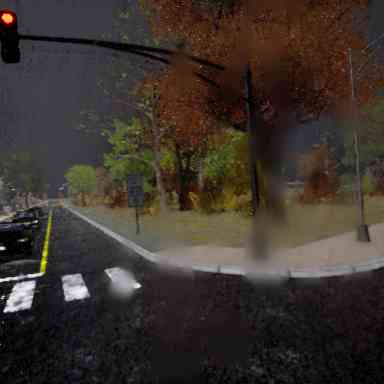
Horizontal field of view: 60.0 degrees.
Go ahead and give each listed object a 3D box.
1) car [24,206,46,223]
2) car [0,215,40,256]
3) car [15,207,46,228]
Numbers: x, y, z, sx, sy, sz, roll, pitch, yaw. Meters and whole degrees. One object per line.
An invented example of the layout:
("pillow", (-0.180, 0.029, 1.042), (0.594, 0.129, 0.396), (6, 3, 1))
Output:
("car", (-17.213, 2.426, 36.598), (1.837, 1.490, 4.892), (-5, 0, -22))
("car", (-7.977, 1.999, 14.433), (1.994, 1.385, 4.181), (-4, 1, -23))
("car", (-12.344, 2.156, 24.885), (2.128, 1.511, 4.902), (-4, 1, -23))
